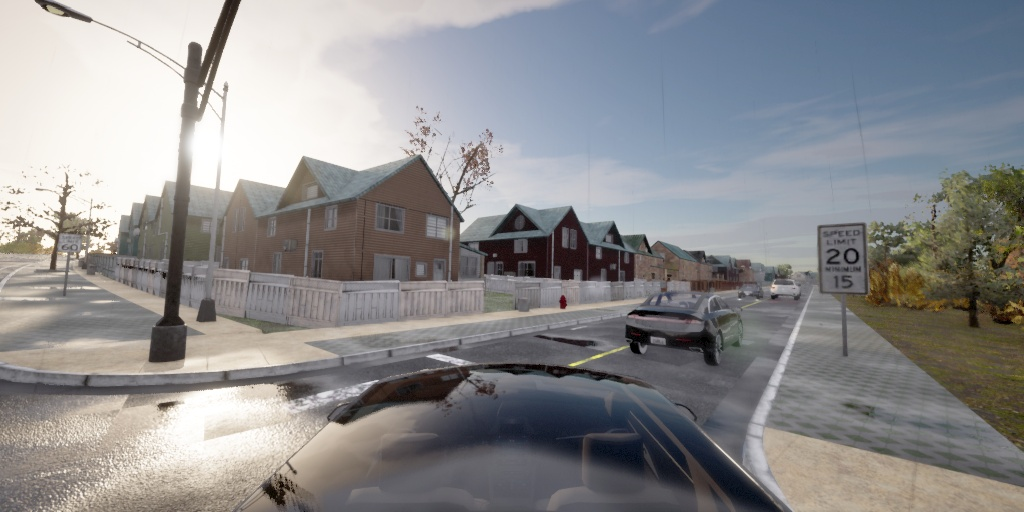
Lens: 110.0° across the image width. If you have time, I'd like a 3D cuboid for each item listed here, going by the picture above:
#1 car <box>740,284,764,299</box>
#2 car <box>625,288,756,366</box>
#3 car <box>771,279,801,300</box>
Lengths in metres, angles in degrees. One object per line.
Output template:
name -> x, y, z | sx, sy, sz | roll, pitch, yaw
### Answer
car -> 25.182, 3.703, 37.765 | 2.128, 1.511, 4.902 | -2, -4, 40
car -> 4.554, 1.656, 9.179 | 2.128, 1.511, 4.902 | -2, -4, 40
car -> 28.329, 3.453, 37.112 | 2.150, 2.045, 5.566 | -2, -4, 41
